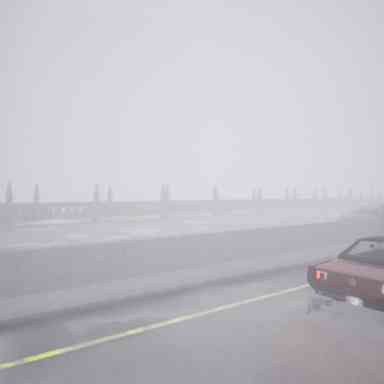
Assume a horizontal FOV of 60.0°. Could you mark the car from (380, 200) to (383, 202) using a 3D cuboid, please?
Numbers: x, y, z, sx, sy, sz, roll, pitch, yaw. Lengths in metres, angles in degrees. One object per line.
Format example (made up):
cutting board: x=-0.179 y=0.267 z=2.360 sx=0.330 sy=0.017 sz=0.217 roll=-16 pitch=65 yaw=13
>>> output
car: x=16.405 y=1.601 z=28.588 sx=4.718 sy=1.301 sz=1.895 roll=0 pitch=0 yaw=-35

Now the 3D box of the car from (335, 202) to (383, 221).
car: x=10.949 y=1.547 z=20.400 sx=5.357 sy=1.411 sz=2.033 roll=0 pitch=0 yaw=-35

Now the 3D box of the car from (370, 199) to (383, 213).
car: x=21.694 y=1.526 z=36.648 sx=4.674 sy=1.442 sz=1.812 roll=0 pitch=0 yaw=-35

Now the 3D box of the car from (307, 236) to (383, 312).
car: x=4.627 y=1.601 z=7.048 sx=4.718 sy=1.301 sz=1.895 roll=0 pitch=0 yaw=-36
